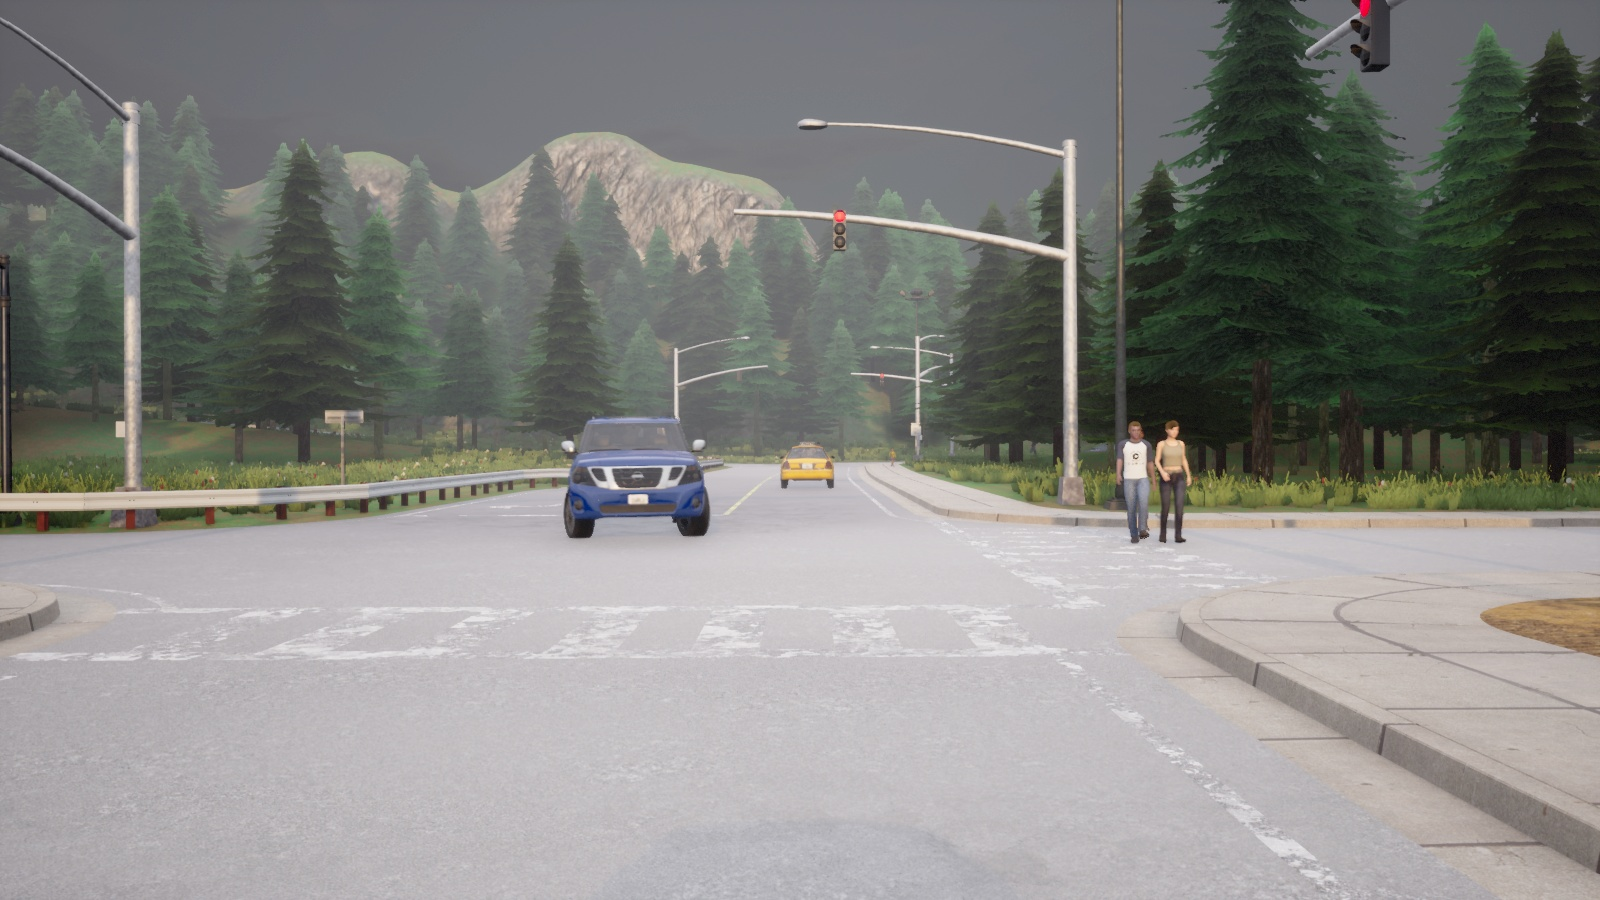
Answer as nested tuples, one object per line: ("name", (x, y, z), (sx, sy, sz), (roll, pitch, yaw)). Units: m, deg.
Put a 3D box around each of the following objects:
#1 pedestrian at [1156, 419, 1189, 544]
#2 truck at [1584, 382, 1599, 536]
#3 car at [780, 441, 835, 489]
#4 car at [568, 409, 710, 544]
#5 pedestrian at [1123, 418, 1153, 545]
("pedestrian", (5.558, 0.462, 18.744), (0.345, 1.836, 0.594), (0, 0, 3))
("truck", (15.398, 0.143, 19.161), (5.204, 2.467, 2.627), (0, 0, 1))
("car", (0.257, 0.478, 43.860), (1.801, 1.575, 5.366), (0, 0, 0))
("car", (-2.915, 0.387, 22.052), (2.150, 2.045, 5.566), (-1, 0, -9))
("pedestrian", (4.973, 0.453, 18.486), (0.354, 1.836, 0.706), (0, 0, 9))
